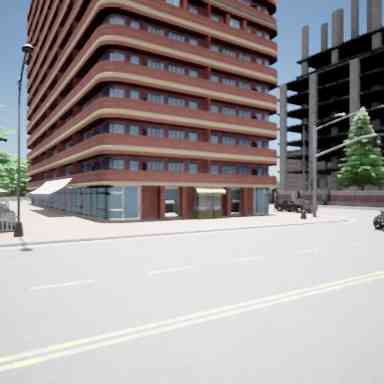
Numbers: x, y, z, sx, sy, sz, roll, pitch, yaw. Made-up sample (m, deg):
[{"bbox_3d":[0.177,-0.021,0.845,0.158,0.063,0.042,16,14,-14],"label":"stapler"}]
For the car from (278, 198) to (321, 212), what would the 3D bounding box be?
[{"bbox_3d":[13.418,1.611,41.663,2.128,1.511,4.902,0,0,-33],"label":"car"}]

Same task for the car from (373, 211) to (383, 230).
[{"bbox_3d":[13.135,1.583,20.493,4.892,1.490,1.837,0,0,-32],"label":"car"}]

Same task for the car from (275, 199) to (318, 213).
[{"bbox_3d":[11.663,1.611,37.909,1.837,1.490,4.892,0,0,-32],"label":"car"}]
